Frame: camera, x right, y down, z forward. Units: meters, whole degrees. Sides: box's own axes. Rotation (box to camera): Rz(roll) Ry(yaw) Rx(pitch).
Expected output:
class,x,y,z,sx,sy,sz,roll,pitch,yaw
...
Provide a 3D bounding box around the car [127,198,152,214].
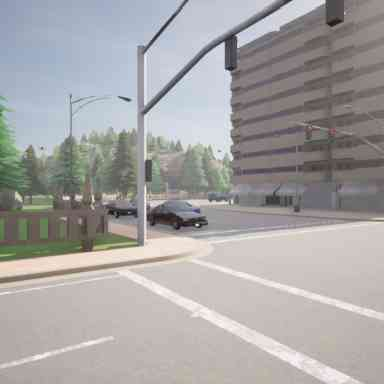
class,x,y,z,sx,sy,sz,roll,pitch,yaw
car,-5.827,1.449,36.492,1.837,1.490,4.892,0,0,-20

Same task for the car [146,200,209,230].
class,x,y,z,sx,sy,sz,roll,pitch,yaw
car,-1.197,1.492,21.118,2.033,1.411,5.357,0,0,-34

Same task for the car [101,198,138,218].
class,x,y,z,sx,sy,sz,roll,pitch,yaw
car,-6.291,1.422,29.448,1.882,1.535,5.008,0,0,-28

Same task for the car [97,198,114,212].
class,x,y,z,sx,sy,sz,roll,pitch,yaw
car,-10.085,1.471,38.587,1.812,1.442,4.674,0,0,-15

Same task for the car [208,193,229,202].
class,x,y,z,sx,sy,sz,roll,pitch,yaw
car,5.673,1.170,71.184,2.150,2.045,5.566,0,0,40
